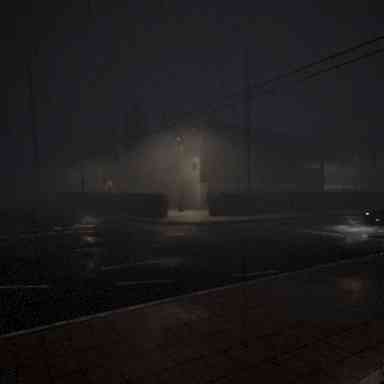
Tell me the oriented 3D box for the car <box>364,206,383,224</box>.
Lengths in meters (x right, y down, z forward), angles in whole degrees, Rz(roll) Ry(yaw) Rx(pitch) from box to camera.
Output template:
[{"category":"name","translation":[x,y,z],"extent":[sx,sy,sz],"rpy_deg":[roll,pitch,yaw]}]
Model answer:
[{"category":"car","translation":[14.057,1.537,23.068],"extent":[4.718,1.301,1.895],"rpy_deg":[0,0,-33]}]
